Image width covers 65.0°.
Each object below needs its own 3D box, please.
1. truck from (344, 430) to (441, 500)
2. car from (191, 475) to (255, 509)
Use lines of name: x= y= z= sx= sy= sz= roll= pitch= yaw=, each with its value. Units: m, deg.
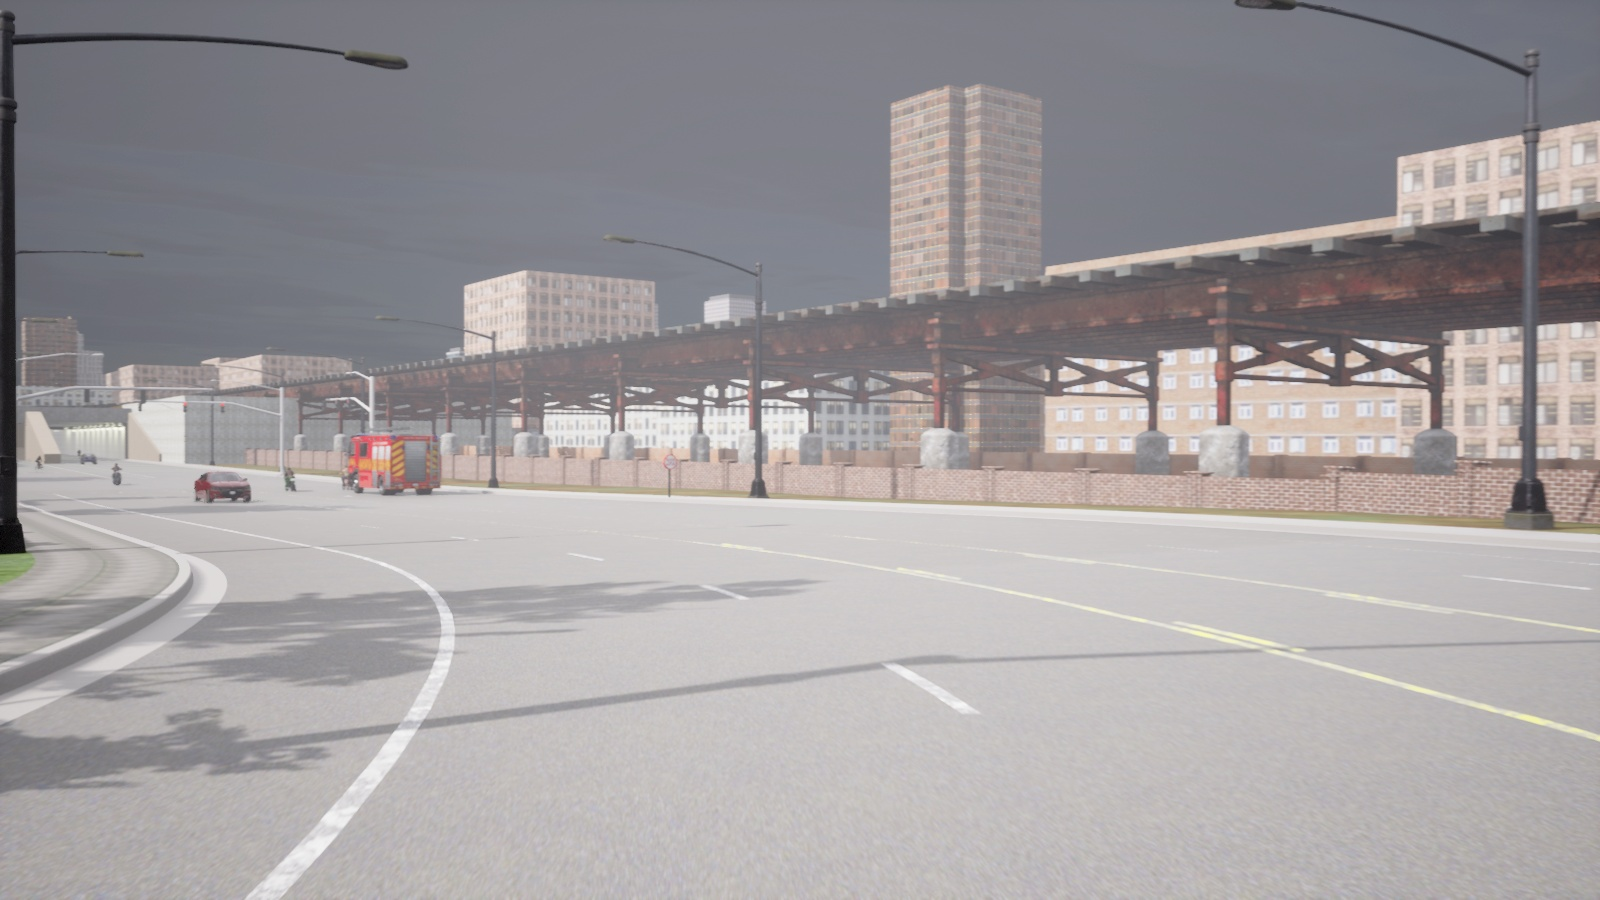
truck: x=-23.706 y=0.834 z=72.701 sx=2.891 sy=3.827 sz=8.468 roll=-1 pitch=0 yaw=-35
car: x=-27.758 y=1.976 z=60.276 sx=1.882 sy=1.535 sz=5.008 roll=-1 pitch=-1 yaw=-35
